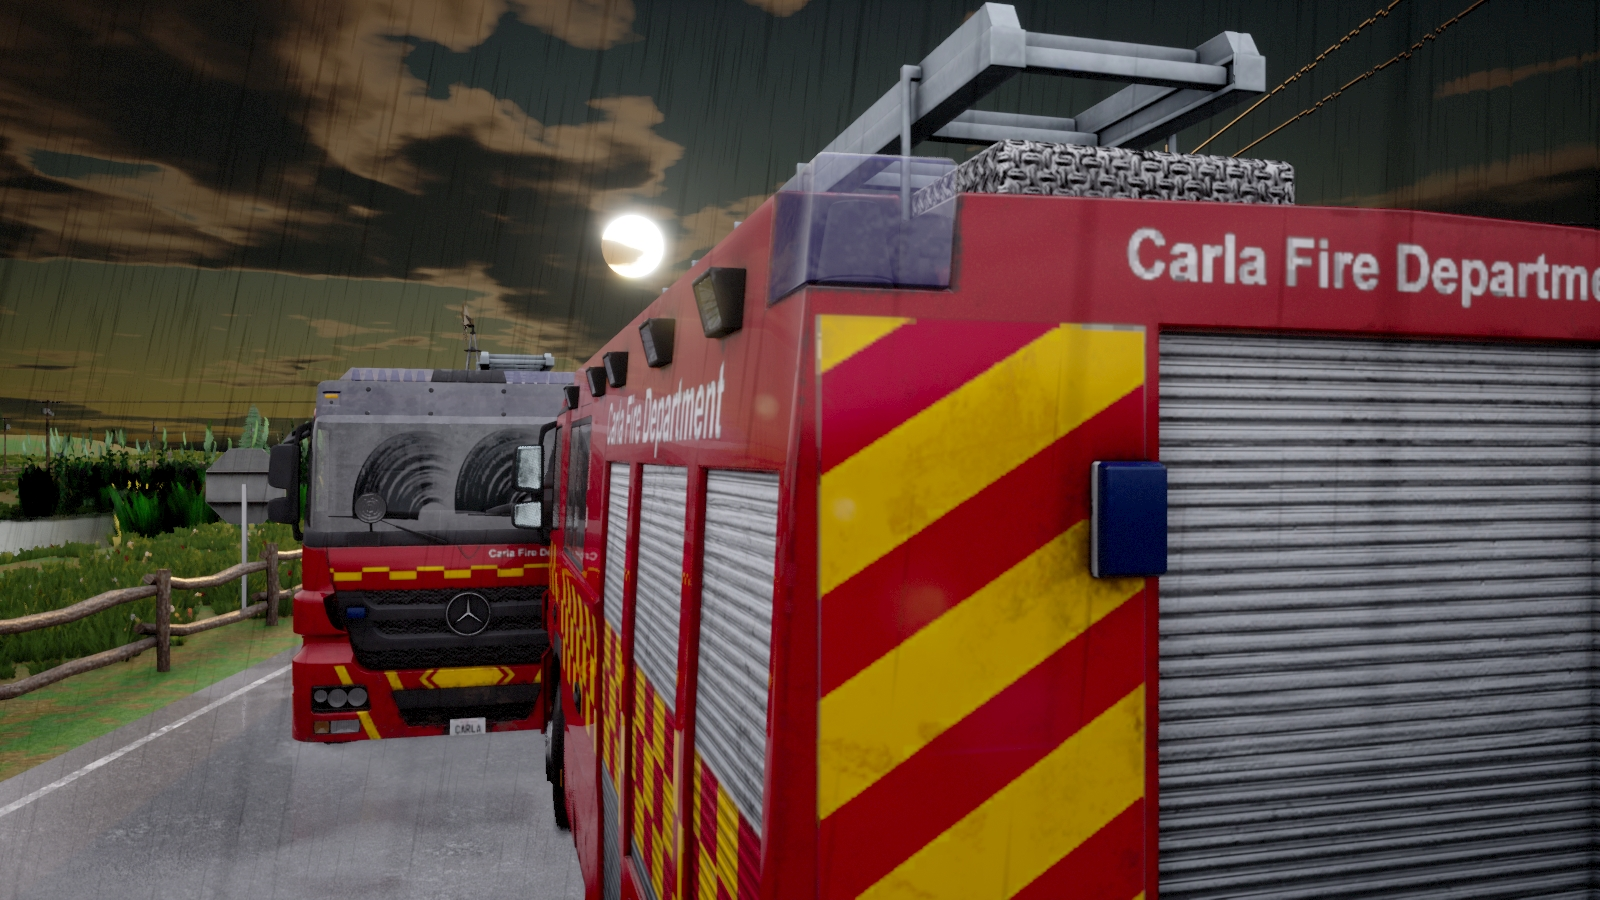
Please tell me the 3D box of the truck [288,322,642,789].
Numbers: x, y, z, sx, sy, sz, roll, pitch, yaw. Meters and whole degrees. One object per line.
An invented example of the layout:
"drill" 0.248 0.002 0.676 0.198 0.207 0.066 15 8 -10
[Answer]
"truck" -3.924 0.862 13.827 2.891 3.827 8.468 0 0 -15

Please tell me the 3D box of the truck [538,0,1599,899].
"truck" 0.098 0.867 6.873 2.891 3.827 8.468 0 0 -15

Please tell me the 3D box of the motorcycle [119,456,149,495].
"motorcycle" -41.412 1.577 71.097 0.803 2.348 2.033 0 0 -4
